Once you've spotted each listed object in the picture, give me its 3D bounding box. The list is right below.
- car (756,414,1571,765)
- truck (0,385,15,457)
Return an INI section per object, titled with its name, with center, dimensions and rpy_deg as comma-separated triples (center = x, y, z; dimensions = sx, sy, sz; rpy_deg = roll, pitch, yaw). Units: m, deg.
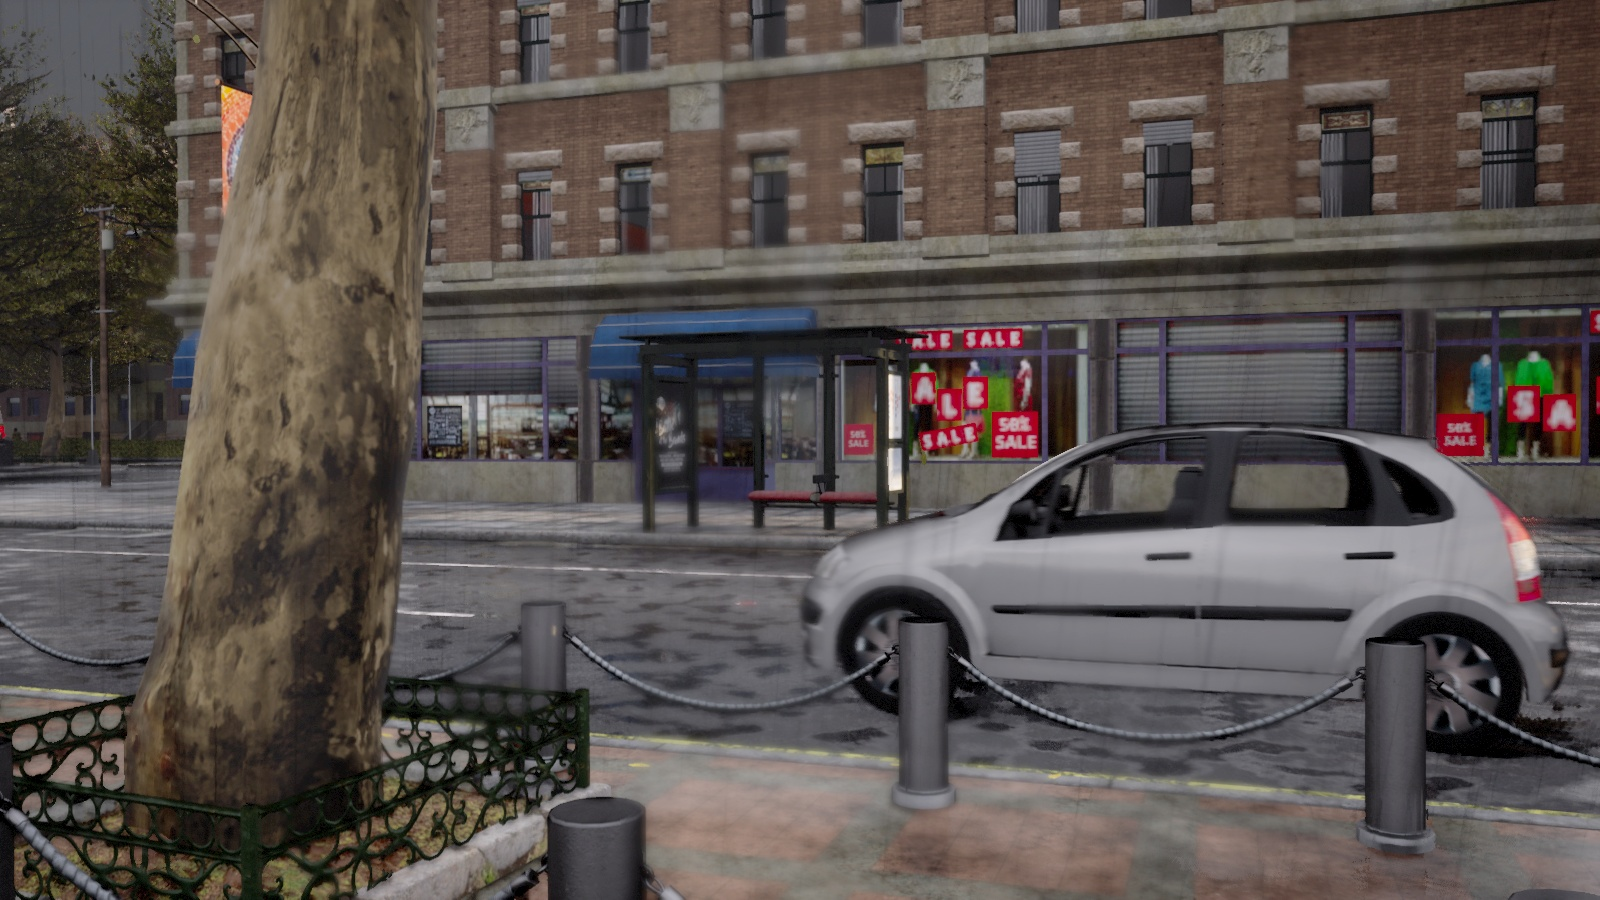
[car]
center = 1.940, 0.616, 7.286
dimensions = 3.988, 1.617, 1.851
rpy_deg = 0, 1, 19
[truck]
center = -46.646, -1.545, 67.372
dimensions = 8.468, 3.827, 2.891
rpy_deg = 0, 1, 19
